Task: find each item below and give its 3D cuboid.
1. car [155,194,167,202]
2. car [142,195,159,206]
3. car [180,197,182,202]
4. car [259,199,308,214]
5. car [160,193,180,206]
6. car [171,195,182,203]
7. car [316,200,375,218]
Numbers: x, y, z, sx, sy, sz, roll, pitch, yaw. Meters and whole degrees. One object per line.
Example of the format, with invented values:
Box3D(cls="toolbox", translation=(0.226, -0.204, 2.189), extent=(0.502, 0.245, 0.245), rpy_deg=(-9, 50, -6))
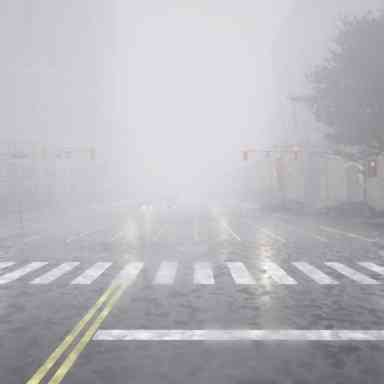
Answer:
Box3D(cls="car", translation=(-6.860, 1.355, 73.877), extent=(2.097, 1.767, 4.553), rpy_deg=(0, 0, 1))
Box3D(cls="car", translation=(-7.075, 1.564, 55.322), extent=(1.994, 1.385, 4.181), rpy_deg=(0, 0, 0))
Box3D(cls="car", translation=(-3.513, 1.222, 64.184), extent=(2.150, 2.045, 5.566), rpy_deg=(0, 0, 1))
Box3D(cls="car", translation=(9.537, 1.492, 34.840), extent=(4.902, 1.511, 2.128), rpy_deg=(0, 1, 27))
Box3D(cls="car", translation=(-3.576, 1.352, 54.974), extent=(2.097, 1.767, 4.553), rpy_deg=(0, 0, 0))
Box3D(cls="car", translation=(-3.355, 1.525, 74.406), extent=(2.128, 1.511, 4.902), rpy_deg=(0, 0, 1))
Box3D(cls="car", translation=(13.386, 1.505, 29.206), extent=(4.892, 1.490, 1.837), rpy_deg=(0, 0, -3))
